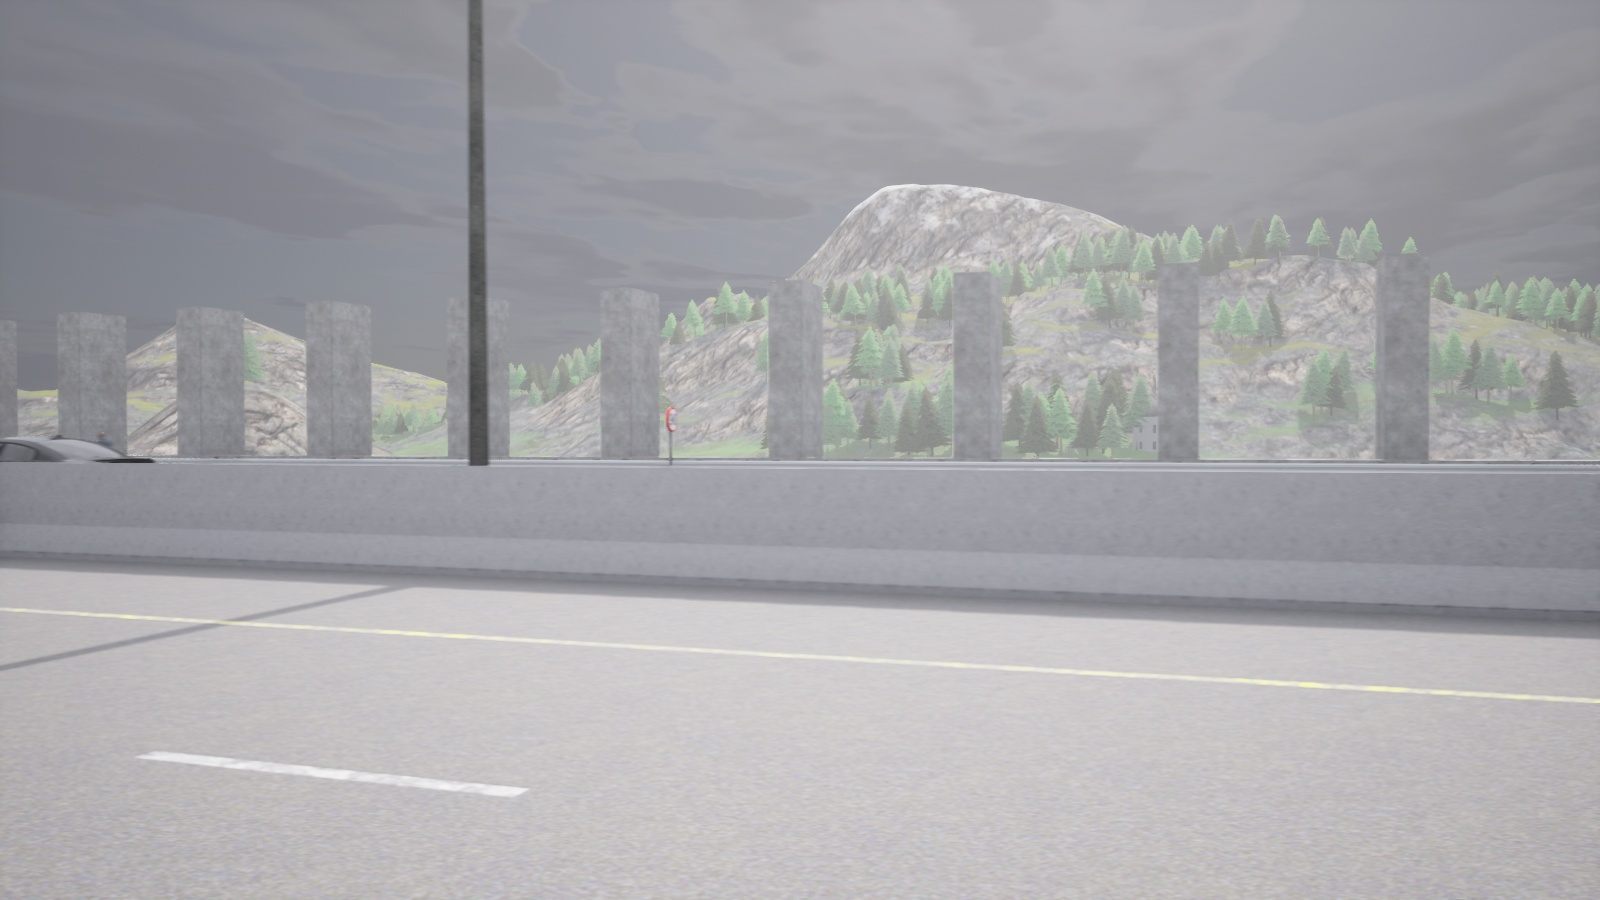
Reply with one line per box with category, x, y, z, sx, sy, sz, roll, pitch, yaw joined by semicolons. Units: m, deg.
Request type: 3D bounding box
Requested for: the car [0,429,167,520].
car;-14.326;0.382;23.053;5.008;1.535;1.882;1;1;20
